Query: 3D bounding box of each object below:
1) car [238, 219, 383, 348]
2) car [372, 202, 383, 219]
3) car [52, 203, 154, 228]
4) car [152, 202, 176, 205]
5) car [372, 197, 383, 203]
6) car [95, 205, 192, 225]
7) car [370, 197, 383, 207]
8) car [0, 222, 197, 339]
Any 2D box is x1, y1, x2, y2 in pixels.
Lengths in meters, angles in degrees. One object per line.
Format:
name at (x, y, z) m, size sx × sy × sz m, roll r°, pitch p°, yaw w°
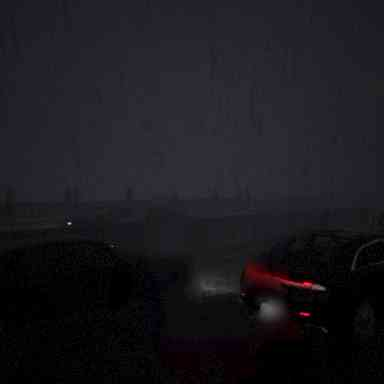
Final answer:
car at (3.016, 1.492, 6.356) m, size 4.902 × 1.511 × 2.128 m, roll 0°, pitch 0°, yaw -38°
car at (12.180, 1.468, 18.580) m, size 5.008 × 1.535 × 1.882 m, roll 0°, pitch 0°, yaw -40°
car at (-4.881, 1.527, 18.124) m, size 4.902 × 1.511 × 2.128 m, roll 0°, pitch 0°, yaw -40°
car at (-2.598, 1.542, 24.610) m, size 4.892 × 1.490 × 1.837 m, roll 0°, pitch 0°, yaw -41°
car at (26.478, 1.509, 44.847) m, size 4.674 × 1.442 × 1.812 m, roll 0°, pitch 0°, yaw -40°
car at (-1.961, 1.551, 15.994) m, size 4.674 × 1.442 × 1.812 m, roll 0°, pitch 0°, yaw -40°
car at (30.112, 1.546, 52.530) m, size 4.181 × 1.385 × 1.994 m, roll 0°, pitch 0°, yaw -40°
car at (-2.483, 1.563, 6.400) m, size 5.357 × 1.411 × 2.033 m, roll 0°, pitch 0°, yaw -37°
